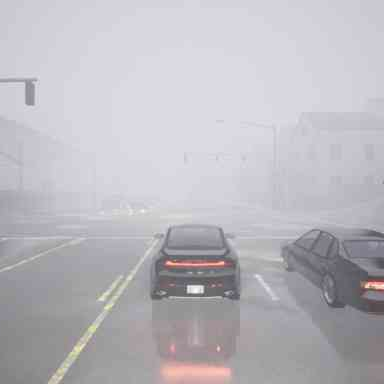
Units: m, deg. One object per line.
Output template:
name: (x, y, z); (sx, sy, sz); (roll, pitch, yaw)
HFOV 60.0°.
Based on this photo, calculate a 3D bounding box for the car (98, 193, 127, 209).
car: (-10.600, 1.221, 44.974); (2.150, 2.045, 5.566); (0, 0, 0)

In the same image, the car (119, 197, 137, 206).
car: (-10.587, 1.547, 55.221); (2.033, 1.411, 5.357); (0, 0, 0)

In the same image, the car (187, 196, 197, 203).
car: (0.001, 1.547, 69.176); (2.033, 1.411, 5.357); (0, 0, 0)

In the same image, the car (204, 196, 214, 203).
car: (3.499, 1.545, 69.176); (2.033, 1.411, 5.357); (0, 0, 0)

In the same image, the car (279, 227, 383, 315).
car: (3.575, 1.547, 7.834); (2.033, 1.411, 5.357); (0, 0, 0)

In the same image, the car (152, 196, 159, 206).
car: (-7.090, 1.505, 54.644); (1.837, 1.490, 4.892); (0, 0, 0)

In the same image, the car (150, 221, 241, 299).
car: (0.075, 1.505, 8.410); (1.837, 1.490, 4.892); (0, 0, 0)

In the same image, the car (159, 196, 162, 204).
car: (-7.025, 1.547, 66.603); (2.033, 1.411, 5.357); (0, 0, 1)

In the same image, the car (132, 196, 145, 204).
car: (-10.527, 1.505, 66.027); (1.837, 1.490, 4.892); (0, 0, 0)

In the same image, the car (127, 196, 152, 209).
car: (-7.098, 1.477, 45.189); (1.882, 1.535, 5.008); (0, 0, 0)
